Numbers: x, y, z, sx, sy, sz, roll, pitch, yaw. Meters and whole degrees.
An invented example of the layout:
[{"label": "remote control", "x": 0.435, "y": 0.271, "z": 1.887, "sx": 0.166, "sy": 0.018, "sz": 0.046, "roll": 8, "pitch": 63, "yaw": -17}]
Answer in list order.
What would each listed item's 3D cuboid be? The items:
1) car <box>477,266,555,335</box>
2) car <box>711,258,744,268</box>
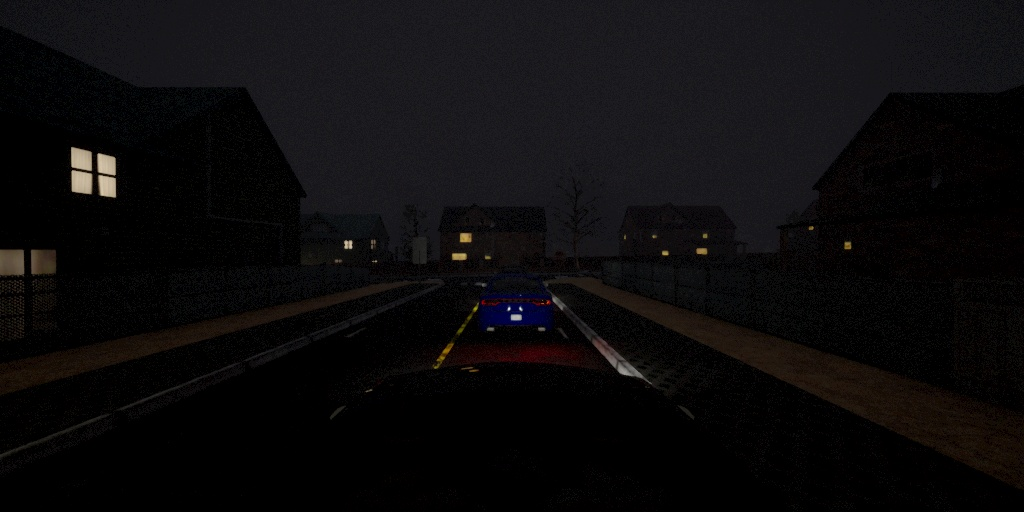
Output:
[{"label": "car", "x": 0.094, "y": 1.228, "z": 10.504, "sx": 1.882, "sy": 1.535, "sz": 5.008, "roll": 0, "pitch": 0, "yaw": 0}, {"label": "car", "x": 20.377, "y": 0.822, "z": 33.519, "sx": 4.718, "sy": 1.301, "sz": 1.895, "roll": -1, "pitch": 1, "yaw": 0}]
